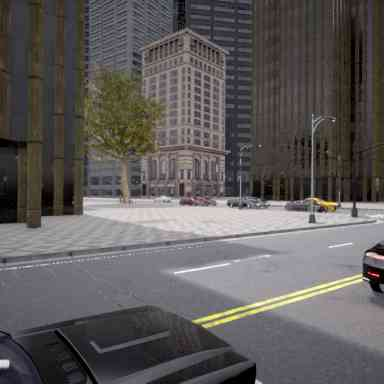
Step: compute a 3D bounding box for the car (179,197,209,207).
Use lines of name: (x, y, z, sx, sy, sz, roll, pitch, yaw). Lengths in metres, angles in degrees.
car: (-0.027, 1.476, 50.839, 1.812, 1.442, 4.674, 1, 0, -41)

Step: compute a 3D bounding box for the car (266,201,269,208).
car: (8.414, 1.476, 45.945, 2.128, 1.511, 4.902, 1, 0, -40)

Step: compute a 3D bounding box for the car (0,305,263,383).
car: (-1.706, 1.601, 2.224, 4.718, 1.301, 1.895, 0, 0, -36)

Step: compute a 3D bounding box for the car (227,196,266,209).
car: (6.655, 1.444, 42.986, 2.128, 1.511, 4.902, 1, 0, -40)

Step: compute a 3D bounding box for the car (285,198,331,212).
car: (12.245, 1.517, 36.038, 1.994, 1.385, 4.181, 1, 0, -39)

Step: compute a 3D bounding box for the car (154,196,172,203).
car: (-6.367, 1.570, 72.132, 1.812, 1.442, 4.674, 1, -1, -45)

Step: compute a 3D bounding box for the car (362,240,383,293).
car: (5.816, 1.492, 7.584, 4.902, 1.511, 2.128, 0, 0, -35)

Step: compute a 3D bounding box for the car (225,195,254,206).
car: (8.039, 1.401, 56.703, 2.097, 1.767, 4.553, 1, 0, -41)

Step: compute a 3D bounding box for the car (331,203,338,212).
car: (14.395, 1.463, 38.573, 1.882, 1.535, 5.008, 1, 0, -38)

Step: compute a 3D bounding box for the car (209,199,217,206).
car: (1.914, 1.508, 53.541, 1.812, 1.442, 4.674, 1, 0, -41)
